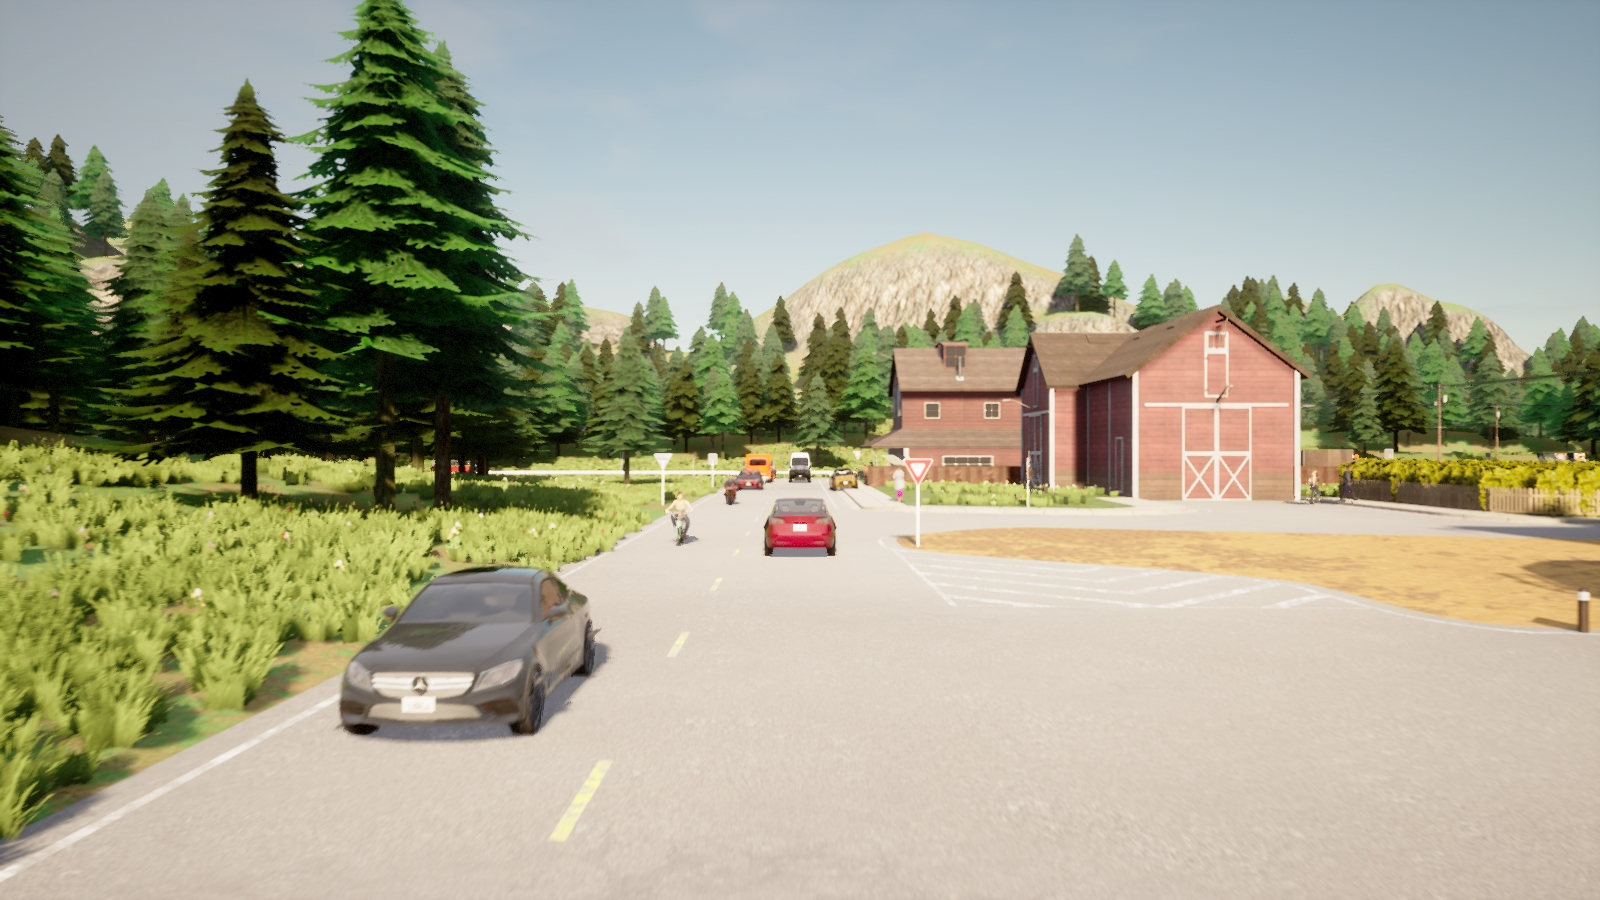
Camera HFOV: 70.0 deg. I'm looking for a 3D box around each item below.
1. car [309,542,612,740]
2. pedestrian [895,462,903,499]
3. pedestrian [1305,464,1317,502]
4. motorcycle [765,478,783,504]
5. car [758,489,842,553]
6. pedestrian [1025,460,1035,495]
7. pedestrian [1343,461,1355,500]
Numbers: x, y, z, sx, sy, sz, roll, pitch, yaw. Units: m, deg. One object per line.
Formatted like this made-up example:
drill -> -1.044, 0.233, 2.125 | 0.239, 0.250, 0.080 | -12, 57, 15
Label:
car -> -3.501, 1.941, 12.820 | 2.002, 1.442, 4.674 | 0, 0, 0
pedestrian -> 5.006, 1.556, 57.584 | 0.375, 1.860, 0.375 | 0, 0, -1
pedestrian -> 25.104, 1.617, 56.149 | 0.375, 1.860, 0.375 | 0, 0, -8
motorcycle -> -1.300, 2.065, 57.829 | 0.867, 1.251, 2.209 | 0, 0, 0
car -> 0.001, 1.923, 31.989 | 2.163, 1.488, 4.792 | 0, 0, 0
pedestrian -> 12.395, 1.497, 61.611 | 0.375, 1.860, 0.375 | 0, 0, -39
pedestrian -> 26.671, 1.466, 55.503 | 0.375, 1.860, 0.375 | 0, 0, -38
